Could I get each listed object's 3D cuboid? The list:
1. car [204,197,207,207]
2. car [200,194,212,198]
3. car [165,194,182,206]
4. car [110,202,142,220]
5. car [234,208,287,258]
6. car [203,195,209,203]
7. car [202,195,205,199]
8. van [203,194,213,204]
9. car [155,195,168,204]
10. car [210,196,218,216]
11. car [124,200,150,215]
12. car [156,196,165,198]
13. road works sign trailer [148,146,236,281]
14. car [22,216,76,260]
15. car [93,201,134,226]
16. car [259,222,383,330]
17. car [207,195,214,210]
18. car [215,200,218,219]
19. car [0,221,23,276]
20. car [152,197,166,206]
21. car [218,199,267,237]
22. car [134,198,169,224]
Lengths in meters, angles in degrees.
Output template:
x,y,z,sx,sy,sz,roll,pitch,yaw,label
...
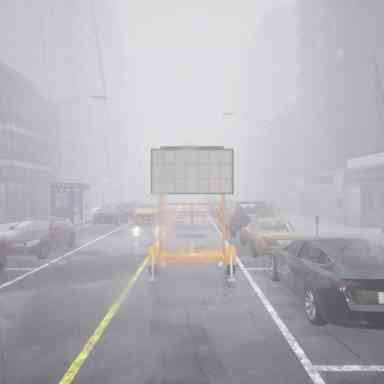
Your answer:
x,y,z,sx,sy,sz,roll,pitch,yaw,label
2.889,1.545,40.026,2.008,1.369,4.403,0,0,0,car
2.903,1.307,56.597,2.192,1.841,5.009,0,0,0,car
-2.955,1.469,56.440,1.882,1.535,5.008,0,0,0,car
-5.646,1.562,28.971,1.947,1.339,4.313,0,0,0,car
2.867,1.524,12.578,1.752,1.417,4.829,0,0,0,car
2.894,1.544,45.549,2.008,1.369,4.403,0,0,0,car
2.898,1.559,51.073,1.947,1.339,4.313,0,0,0,car
2.908,1.332,62.120,1.690,1.788,3.998,0,0,0,van
-5.618,1.431,62.122,1.967,1.590,4.097,0,0,0,car
2.880,1.436,28.979,1.967,1.590,4.097,0,0,0,car
-5.641,1.561,34.497,1.947,1.339,4.313,0,0,0,car
-5.627,1.575,51.072,1.802,1.307,4.206,0,0,0,car
0.006,0.464,9.790,2.380,3.560,2.880,0,0,0,road works sign trailer
-5.660,1.581,12.396,1.802,1.307,4.206,0,0,0,car
-5.650,1.542,23.447,1.887,1.381,4.507,0,0,0,car
2.862,1.565,6.884,1.947,1.339,4.313,0,0,0,car
2.885,1.435,34.502,1.967,1.590,4.097,0,0,0,car
2.876,1.523,23.625,1.752,1.417,4.829,0,0,0,car
-5.664,1.544,6.872,1.887,1.381,4.507,0,0,0,car
-5.623,1.558,56.597,1.947,1.339,4.313,0,0,0,car
2.871,1.313,17.931,2.192,1.841,5.009,0,0,0,car
-3.082,1.474,25.073,1.882,1.535,5.008,0,0,0,car
